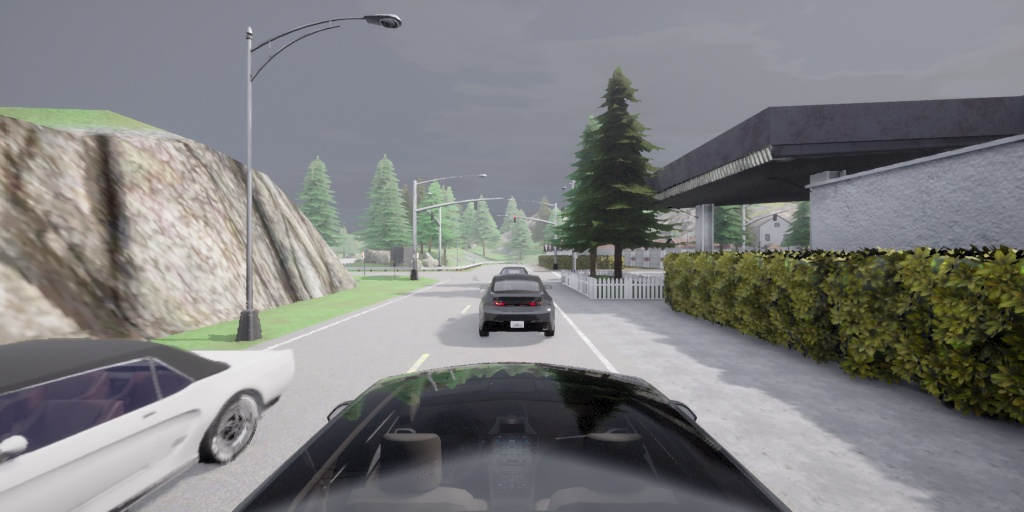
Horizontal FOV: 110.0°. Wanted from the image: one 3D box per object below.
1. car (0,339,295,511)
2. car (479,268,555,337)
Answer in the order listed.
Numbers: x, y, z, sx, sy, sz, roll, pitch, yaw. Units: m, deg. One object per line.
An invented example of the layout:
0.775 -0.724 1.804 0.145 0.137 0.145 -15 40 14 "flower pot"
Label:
-3.599 1.351 2.157 1.895 1.301 4.718 0 0 0 "car"
0.119 1.255 10.288 1.837 1.490 4.892 0 0 0 "car"
